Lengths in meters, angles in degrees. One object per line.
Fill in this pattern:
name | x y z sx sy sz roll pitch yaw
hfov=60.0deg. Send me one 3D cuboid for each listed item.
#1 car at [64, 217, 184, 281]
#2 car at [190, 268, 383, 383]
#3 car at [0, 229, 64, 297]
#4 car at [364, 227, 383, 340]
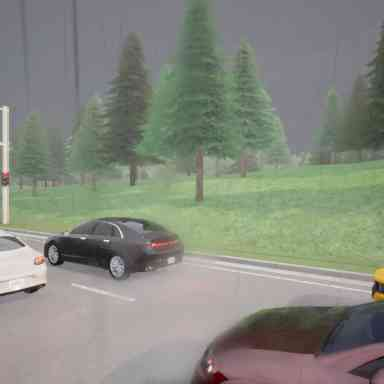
car | -2.492 1.505 9.958 4.892 1.490 1.837 0 0 36
car | 2.027 1.564 2.546 4.181 1.385 1.994 0 0 35
car | -5.125 1.526 7.548 4.674 1.442 1.812 0 0 36
car | 5.279 1.478 4.523 5.008 1.535 1.882 0 0 36
